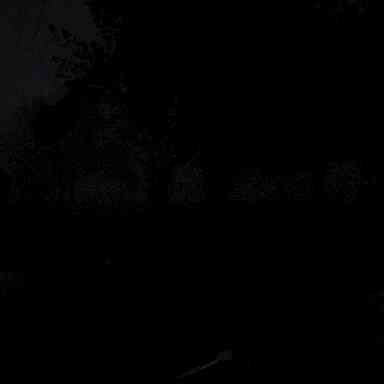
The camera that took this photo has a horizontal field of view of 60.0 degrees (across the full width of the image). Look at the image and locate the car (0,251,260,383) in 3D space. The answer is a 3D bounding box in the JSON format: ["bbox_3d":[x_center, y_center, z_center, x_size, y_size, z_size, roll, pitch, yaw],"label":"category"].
[{"bbox_3d":[-1.711,1.349,1.771,4.553,1.767,2.097,0,0,-35],"label":"car"}]
